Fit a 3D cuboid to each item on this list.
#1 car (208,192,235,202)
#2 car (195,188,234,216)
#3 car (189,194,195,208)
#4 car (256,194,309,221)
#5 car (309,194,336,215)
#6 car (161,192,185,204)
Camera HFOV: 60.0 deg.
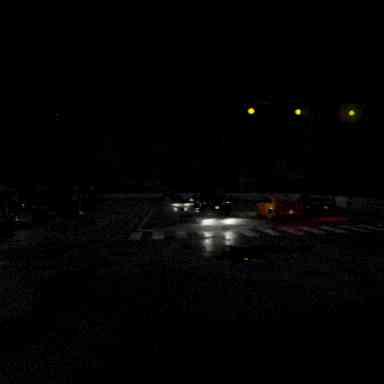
[{"bbox_3d":[4.259,0.711,48.340,1.994,1.385,4.181,-2,1,-26],"label":"car"},{"bbox_3d":[1.684,0.740,26.909,2.150,2.045,5.566,-1,1,-3],"label":"car"},{"bbox_3d":[0.824,0.932,37.196,2.033,1.411,5.357,-1,1,-7],"label":"car"},{"bbox_3d":[5.680,0.983,22.087,1.882,1.535,5.008,-1,1,-4],"label":"car"},{"bbox_3d":[8.981,0.867,25.196,1.882,1.535,5.008,-1,1,-4],"label":"car"},{"bbox_3d":[-2.782,0.795,46.909,1.882,1.535,5.008,-2,1,-28],"label":"car"}]
